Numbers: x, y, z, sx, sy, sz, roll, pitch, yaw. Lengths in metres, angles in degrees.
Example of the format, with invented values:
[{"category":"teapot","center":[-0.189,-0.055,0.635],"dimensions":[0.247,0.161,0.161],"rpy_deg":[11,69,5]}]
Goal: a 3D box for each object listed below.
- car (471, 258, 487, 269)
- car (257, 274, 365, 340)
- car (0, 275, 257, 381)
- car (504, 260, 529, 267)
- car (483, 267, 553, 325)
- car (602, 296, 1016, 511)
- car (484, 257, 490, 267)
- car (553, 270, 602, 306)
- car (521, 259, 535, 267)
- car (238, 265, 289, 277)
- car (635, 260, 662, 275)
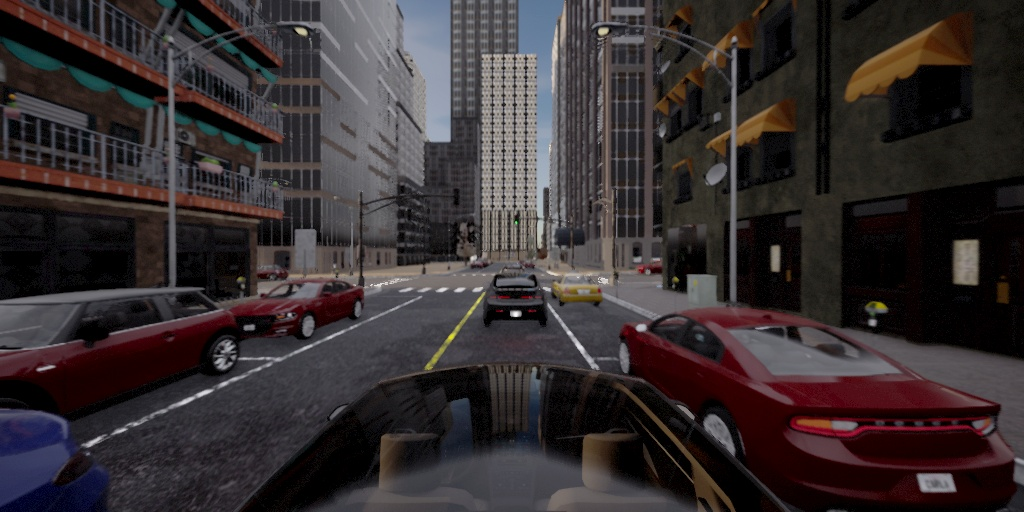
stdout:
[{"category":"car","center":[-5.704,1.417,59.067],"dimensions":[1.888,1.381,4.507],"rpy_deg":[0,0,0]},{"category":"car","center":[-5.694,1.312,10.031],"dimensions":[1.888,1.381,4.507],"rpy_deg":[0,0,0]},{"category":"car","center":[-5.693,1.196,4.507],"dimensions":[1.967,1.591,4.097],"rpy_deg":[0,0,0]},{"category":"car","center":[0.093,1.301,30.318],"dimensions":[2.128,1.511,4.902],"rpy_deg":[0,0,0]},{"category":"car","center":[0.097,1.275,11.854],"dimensions":[1.837,1.490,4.892],"rpy_deg":[0,0,0]},{"category":"car","center":[2.688,1.300,4.495],"dimensions":[1.888,1.381,4.507],"rpy_deg":[0,0,0]},{"category":"car","center":[-5.705,1.199,64.627],"dimensions":[2.192,1.841,5.009],"rpy_deg":[0,0,0]},{"category":"car","center":[2.685,1.304,15.711],"dimensions":[1.751,1.417,4.829],"rpy_deg":[0,0,0]},{"category":"car","center":[2.676,1.312,59.067],"dimensions":[1.967,1.591,4.097],"rpy_deg":[0,0,0]},{"category":"car","center":[-23.842,1.567,34.357],"dimensions":[4.097,1.591,1.967],"rpy_deg":[0,0,0]},{"category":"car","center":[14.255,1.077,34.687],"dimensions":[4.507,1.381,1.888],"rpy_deg":[0,0,0]}]
